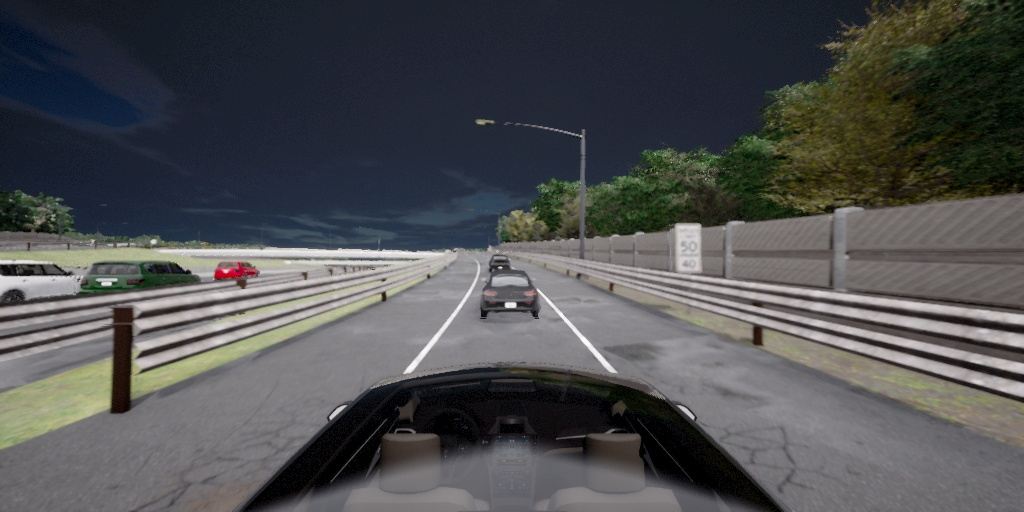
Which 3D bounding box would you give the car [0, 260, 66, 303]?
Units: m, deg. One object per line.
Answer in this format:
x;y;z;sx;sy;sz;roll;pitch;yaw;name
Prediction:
-19.769;1.184;14.293;2.150;2.045;5.566;1;-1;-18;car

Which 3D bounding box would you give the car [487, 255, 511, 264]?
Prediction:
-1.146;0.662;31.925;1.837;1.490;4.892;0;2;-4;car

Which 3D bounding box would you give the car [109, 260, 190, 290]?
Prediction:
-27.942;1.389;27.978;2.150;2.045;5.566;1;-1;-18;car

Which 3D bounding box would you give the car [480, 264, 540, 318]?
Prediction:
-0.104;1.188;12.448;1.812;1.442;4.674;0;1;-2;car

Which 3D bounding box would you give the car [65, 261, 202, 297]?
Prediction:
-17.029;1.246;16.862;2.150;2.045;5.566;1;-1;-18;car

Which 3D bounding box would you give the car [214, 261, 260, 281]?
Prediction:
-26.457;1.531;34.637;2.150;2.045;5.566;1;-1;-18;car
